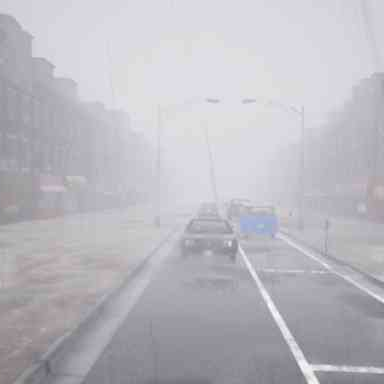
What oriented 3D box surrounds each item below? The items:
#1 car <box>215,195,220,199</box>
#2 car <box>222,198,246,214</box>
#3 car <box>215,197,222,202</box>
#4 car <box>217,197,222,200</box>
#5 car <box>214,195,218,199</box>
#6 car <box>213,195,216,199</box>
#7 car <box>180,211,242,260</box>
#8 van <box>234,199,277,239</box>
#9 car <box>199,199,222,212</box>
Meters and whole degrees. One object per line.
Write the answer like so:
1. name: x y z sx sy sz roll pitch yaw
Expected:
1. car: 5.739 1.798 62.287 1.752 1.417 4.829 0 0 3
2. car: 4.012 1.467 28.968 2.192 1.841 5.009 0 0 3
3. car: 7.161 1.960 89.742 1.802 1.307 4.206 0 0 3
4. car: 5.158 1.813 51.067 1.802 1.307 4.206 0 0 3
5. car: 6.016 1.844 67.642 2.008 1.369 4.403 0 0 3
6. car: 6.589 1.901 78.692 1.947 1.339 4.313 0 0 3
7. car: 0.645 1.646 12.721 1.895 1.301 4.718 1 0 3
8. van: 3.439 1.453 17.918 1.690 1.788 3.998 0 0 3
9. car: 1.568 1.656 30.521 2.033 1.411 5.357 1 0 3
